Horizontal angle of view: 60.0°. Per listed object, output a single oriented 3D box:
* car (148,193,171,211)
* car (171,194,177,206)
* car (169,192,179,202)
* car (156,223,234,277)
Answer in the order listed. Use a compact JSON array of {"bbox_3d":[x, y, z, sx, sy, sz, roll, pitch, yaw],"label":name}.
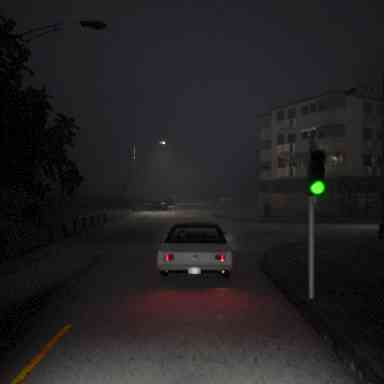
[{"bbox_3d":[-4.088,1.326,40.198,2.097,1.767,4.553,0,0,0],"label":"car"},{"bbox_3d":[-4.056,1.512,54.508,2.033,1.411,5.357,0,0,0],"label":"car"},{"bbox_3d":[-4.000,1.046,69.757,2.150,2.045,5.566,0,0,0],"label":"car"},{"bbox_3d":[0.150,1.594,10.164,1.895,1.301,4.718,0,0,2],"label":"car"}]
